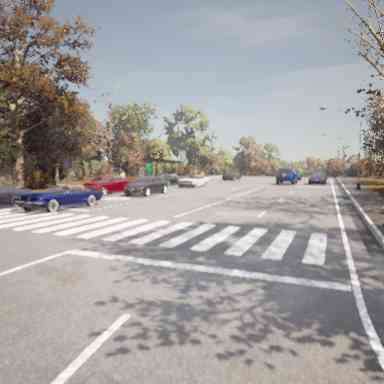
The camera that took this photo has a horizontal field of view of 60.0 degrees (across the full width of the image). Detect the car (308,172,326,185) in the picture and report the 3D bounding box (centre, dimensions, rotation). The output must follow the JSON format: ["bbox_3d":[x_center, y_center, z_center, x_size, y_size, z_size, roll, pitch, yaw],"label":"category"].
[{"bbox_3d":[15.555,-1.629,41.302,1.994,1.385,4.181,2,5,23],"label":"car"}]

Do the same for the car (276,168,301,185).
[{"bbox_3d":[11.853,-2.001,41.489,2.150,2.045,5.566,2,5,23],"label":"car"}]

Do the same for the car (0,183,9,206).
[{"bbox_3d":[-11.023,0.212,17.497,2.033,1.411,5.357,2,5,22],"label":"car"}]

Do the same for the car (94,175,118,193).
[{"bbox_3d":[-6.998,-0.627,27.350,1.882,1.535,5.008,2,5,22],"label":"car"}]

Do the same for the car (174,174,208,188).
[{"bbox_3d":[0.149,-1.170,35.631,1.895,1.301,4.718,2,5,22],"label":"car"}]

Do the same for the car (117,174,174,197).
[{"bbox_3d":[-3.553,-0.520,26.549,1.837,1.490,4.892,2,5,22],"label":"car"}]

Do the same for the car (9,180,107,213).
[{"bbox_3d":[-7.022,0.249,18.038,1.895,1.301,4.718,2,5,22],"label":"car"}]

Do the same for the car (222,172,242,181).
[{"bbox_3d":[5.955,-2.329,49.680,1.895,1.301,4.718,2,5,22],"label":"car"}]

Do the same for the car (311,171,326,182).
[{"bbox_3d":[19.061,-2.351,50.047,1.994,1.385,4.181,2,5,22],"label":"car"}]

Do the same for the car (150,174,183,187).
[{"bbox_3d":[-2.787,-1.351,37.671,1.895,1.301,4.718,2,5,22],"label":"car"}]
